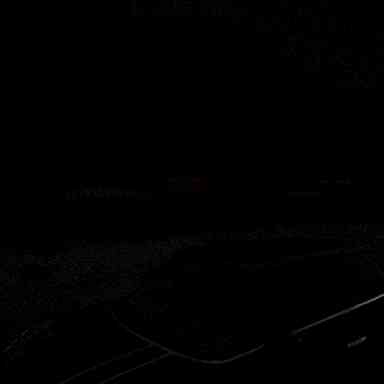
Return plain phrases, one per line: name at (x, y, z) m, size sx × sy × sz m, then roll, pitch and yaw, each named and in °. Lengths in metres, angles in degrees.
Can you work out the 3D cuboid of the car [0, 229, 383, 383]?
car at (0.404, 1.356, 3.363) m, size 4.553 × 1.767 × 2.097 m, roll 0°, pitch 0°, yaw -36°
